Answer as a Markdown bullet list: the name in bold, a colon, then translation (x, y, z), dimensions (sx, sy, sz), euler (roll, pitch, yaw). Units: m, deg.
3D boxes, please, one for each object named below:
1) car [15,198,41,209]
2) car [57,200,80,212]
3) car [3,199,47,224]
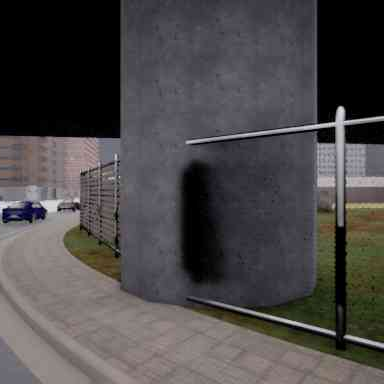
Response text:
- **car**: translation (-22.599, 1.597, 46.122), dimensions (1.994, 1.385, 4.181), euler (0, 0, -8)
- **car**: translation (-14.518, 1.588, 39.442), dimensions (1.994, 1.385, 4.181), euler (0, 0, -8)
- **car**: translation (-12.544, 1.495, 25.246), dimensions (1.882, 1.535, 5.008), euler (0, 0, -8)
